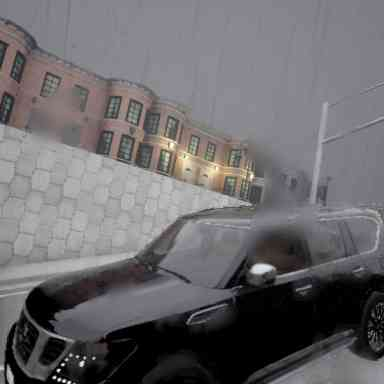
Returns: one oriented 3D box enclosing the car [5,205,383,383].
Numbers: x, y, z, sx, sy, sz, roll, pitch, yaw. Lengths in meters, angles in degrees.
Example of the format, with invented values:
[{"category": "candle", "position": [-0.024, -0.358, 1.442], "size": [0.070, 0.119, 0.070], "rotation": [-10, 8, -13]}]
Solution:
[{"category": "car", "position": [0.686, 1.242, 4.476], "size": [5.566, 2.045, 2.150], "rotation": [0, 0, -35]}]
